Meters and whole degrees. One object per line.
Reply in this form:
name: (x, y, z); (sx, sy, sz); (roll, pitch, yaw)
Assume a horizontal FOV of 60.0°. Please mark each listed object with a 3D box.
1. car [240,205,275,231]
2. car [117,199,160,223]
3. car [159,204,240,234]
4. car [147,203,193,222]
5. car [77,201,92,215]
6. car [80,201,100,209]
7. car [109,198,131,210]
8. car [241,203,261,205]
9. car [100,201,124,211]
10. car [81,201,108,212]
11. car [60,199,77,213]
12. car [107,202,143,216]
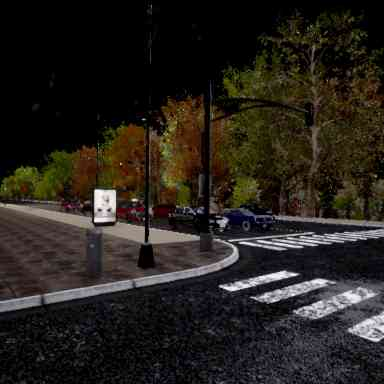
car: (3.117, 1.732, 21.764); (1.895, 1.301, 4.718); (1, -1, -35)
car: (-4.923, 1.537, 27.686); (2.097, 1.767, 4.553); (1, -1, -35)
car: (0.294, 1.582, 20.113); (2.128, 1.511, 4.902); (1, -1, -34)
car: (-2.036, 1.750, 29.220); (1.812, 1.442, 4.674); (1, -1, -35)
car: (-10.125, 1.770, 35.218); (2.128, 1.511, 4.902); (1, -1, -35)
car: (-17.843, 2.204, 57.967); (1.895, 1.301, 4.718); (1, -1, -35)
car: (-12.056, 1.943, 55.400); (2.097, 1.767, 4.553); (1, -1, -34)
car: (5.163, 1.790, 30.587); (1.837, 1.490, 4.892); (1, -1, -35)
car: (-11.972, 2.024, 49.526); (1.812, 1.442, 4.674); (1, -1, -34)
car: (-13.555, 1.980, 45.955); (2.033, 1.411, 5.357); (1, -1, -34)
car: (-15.725, 1.732, 43.375); (2.097, 1.767, 4.553); (1, -1, -34)
car: (-7.559, 1.871, 37.215); (2.033, 1.411, 5.357); (1, -1, -34)
